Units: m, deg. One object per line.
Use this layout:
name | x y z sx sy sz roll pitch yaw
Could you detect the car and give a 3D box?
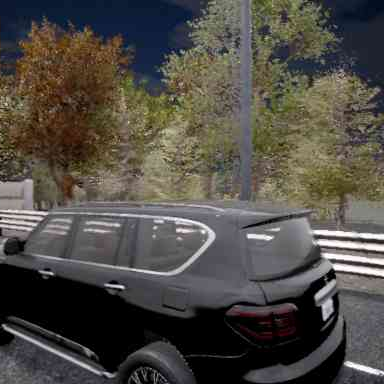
car | -0.945 1.133 4.553 5.566 2.045 2.150 0 0 37
